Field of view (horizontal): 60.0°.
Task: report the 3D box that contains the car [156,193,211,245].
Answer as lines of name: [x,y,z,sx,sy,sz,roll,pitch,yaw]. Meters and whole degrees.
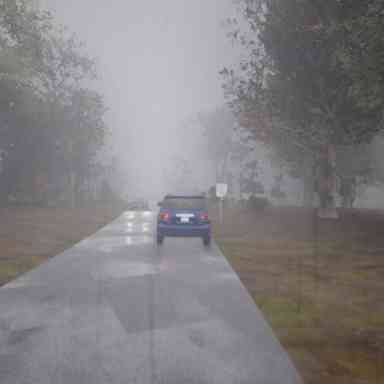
car: [-0.406,1.063,14.910,2.150,2.045,5.566,1,1,-3]

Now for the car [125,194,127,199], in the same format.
car: [-13.777,0.838,73.832,1.994,1.385,4.181,2,-1,-15]

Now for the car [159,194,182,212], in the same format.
car: [-2.214,1.077,33.190,1.882,1.535,5.008,1,0,-7]

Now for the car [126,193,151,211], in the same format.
car: [-5.113,1.037,32.656,1.837,1.490,4.892,1,0,-8]
